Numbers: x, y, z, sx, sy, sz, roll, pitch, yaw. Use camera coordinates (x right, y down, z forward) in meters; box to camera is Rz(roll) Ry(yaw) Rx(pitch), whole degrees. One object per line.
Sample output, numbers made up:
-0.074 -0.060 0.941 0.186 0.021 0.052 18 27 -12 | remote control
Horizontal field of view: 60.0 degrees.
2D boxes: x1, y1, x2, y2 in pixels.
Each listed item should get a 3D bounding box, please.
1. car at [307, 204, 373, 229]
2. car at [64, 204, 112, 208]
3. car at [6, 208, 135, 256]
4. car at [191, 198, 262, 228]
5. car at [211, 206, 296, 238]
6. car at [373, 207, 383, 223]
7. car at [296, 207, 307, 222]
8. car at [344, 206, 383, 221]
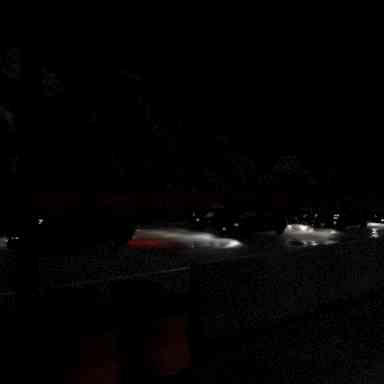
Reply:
10.969 1.720 24.586 4.553 1.767 2.097 1 -1 -35 | car
-5.960 1.430 16.918 4.553 1.767 2.097 1 -1 -35 | car
-4.728 1.567 13.497 4.892 1.490 1.837 1 -1 -35 | car
2.626 1.466 22.959 5.566 2.045 2.150 1 -1 -35 | car
3.654 1.751 19.414 4.674 1.442 1.812 1 -1 -35 | car
18.476 2.062 30.006 5.357 1.411 2.033 1 -1 -35 | car
10.385 1.922 28.468 4.674 1.442 1.812 1 -1 -35 | car
17.558 2.138 33.678 4.718 1.301 1.895 1 -1 -38 | car
